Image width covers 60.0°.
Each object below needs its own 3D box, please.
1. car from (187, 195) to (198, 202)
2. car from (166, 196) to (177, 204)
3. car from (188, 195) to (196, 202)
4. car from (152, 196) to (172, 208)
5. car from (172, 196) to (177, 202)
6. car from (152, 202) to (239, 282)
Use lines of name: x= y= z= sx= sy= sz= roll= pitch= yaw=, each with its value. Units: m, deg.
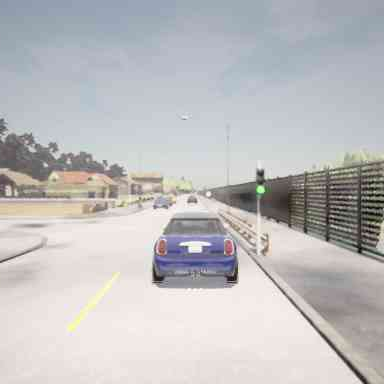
car: x=0.100 y=1.574 z=66.787 sx=1.994 sy=1.385 sz=4.181 roll=0 pitch=0 yaw=0
car: x=-4.001 y=1.490 z=64.575 sx=1.882 sy=1.535 sz=5.008 roll=0 pitch=0 yaw=0
car: x=-0.006 y=1.539 z=80.715 sx=1.812 sy=1.442 sz=4.674 roll=0 pitch=0 yaw=0
car: x=-4.087 y=1.534 z=44.545 sx=1.812 sy=1.442 sz=4.674 roll=0 pitch=0 yaw=0
car: x=-4.070 y=1.558 z=54.312 sx=2.033 sy=1.411 sz=5.357 roll=0 pitch=0 yaw=0
car: x=0.085 y=1.354 z=9.902 sx=2.097 sy=1.767 sz=4.553 roll=0 pitch=0 yaw=0
